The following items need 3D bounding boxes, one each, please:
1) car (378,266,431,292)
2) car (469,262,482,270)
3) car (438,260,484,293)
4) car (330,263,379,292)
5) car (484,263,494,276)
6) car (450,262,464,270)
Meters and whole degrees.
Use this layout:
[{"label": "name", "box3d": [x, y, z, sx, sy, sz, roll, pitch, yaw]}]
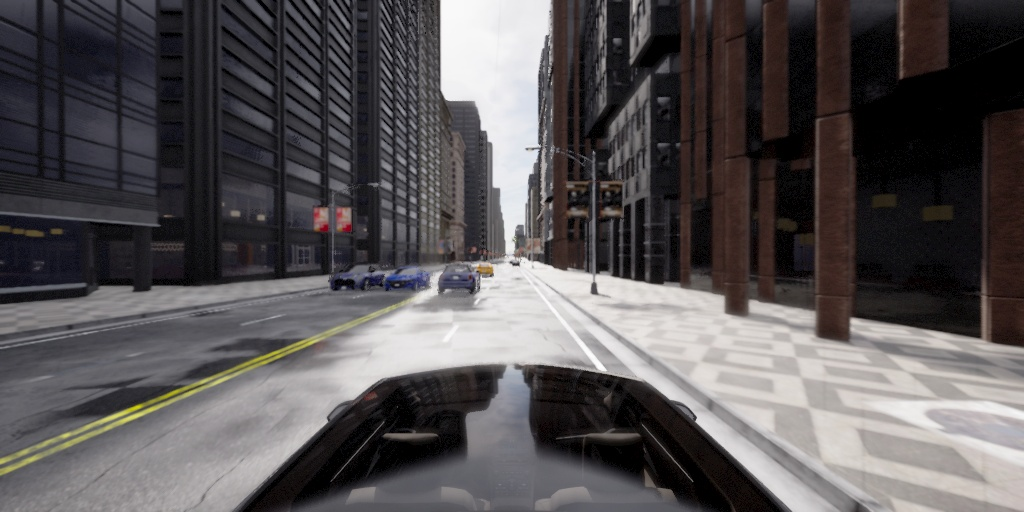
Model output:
[{"label": "car", "box3d": [-6.602, 1.414, 23.098, 1.882, 1.535, 5.008, 0, -1, 0]}, {"label": "car", "box3d": [-6.528, 1.790, 64.320, 1.812, 1.442, 4.674, 0, 0, 0]}, {"label": "car", "box3d": [-3.153, 1.282, 22.318, 2.097, 1.767, 4.553, 0, 0, 0]}, {"label": "car", "box3d": [-9.852, 1.289, 23.279, 2.097, 1.767, 4.553, 0, 0, 0]}, {"label": "car", "box3d": [-3.158, 1.574, 42.598, 1.882, 1.535, 5.008, 0, 0, 0]}, {"label": "car", "box3d": [-9.779, 1.790, 64.321, 1.812, 1.442, 4.674, 0, 0, 0]}]
